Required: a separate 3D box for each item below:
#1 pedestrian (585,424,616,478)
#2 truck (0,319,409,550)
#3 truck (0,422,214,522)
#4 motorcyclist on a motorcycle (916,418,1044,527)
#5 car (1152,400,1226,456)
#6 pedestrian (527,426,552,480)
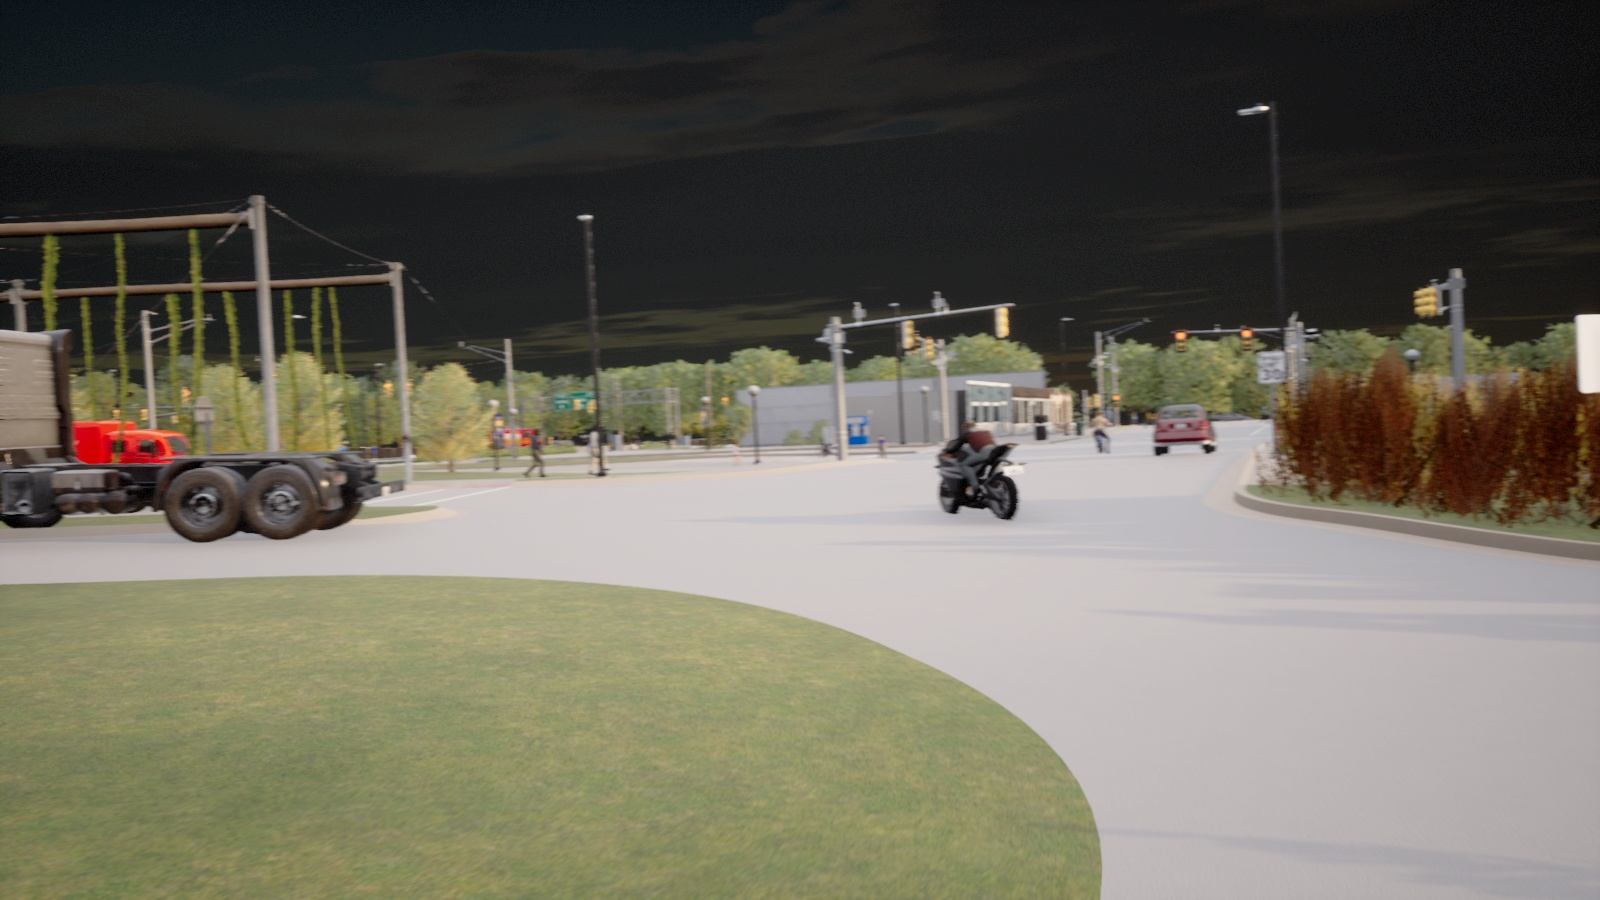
[{"bbox_3d":[-7.173,0.019,45.200,0.900,1.855,0.874,-3,1,-2],"label":"pedestrian"},{"bbox_3d":[-10.816,-0.268,20.505,7.936,3.462,2.891,-1,2,-4],"label":"truck"},{"bbox_3d":[-19.097,0.548,33.943,5.204,2.467,2.627,-2,1,-4],"label":"truck"},{"bbox_3d":[2.738,0.309,19.390,0.866,1.530,2.191,-4,2,-23],"label":"motorcyclist on a motorcycle"},{"bbox_3d":[11.984,-0.675,38.560,1.789,1.549,3.705,-3,0,22],"label":"car"},{"bbox_3d":[-9.071,0.104,43.768,0.726,1.835,0.370,-4,2,-12],"label":"pedestrian"}]
